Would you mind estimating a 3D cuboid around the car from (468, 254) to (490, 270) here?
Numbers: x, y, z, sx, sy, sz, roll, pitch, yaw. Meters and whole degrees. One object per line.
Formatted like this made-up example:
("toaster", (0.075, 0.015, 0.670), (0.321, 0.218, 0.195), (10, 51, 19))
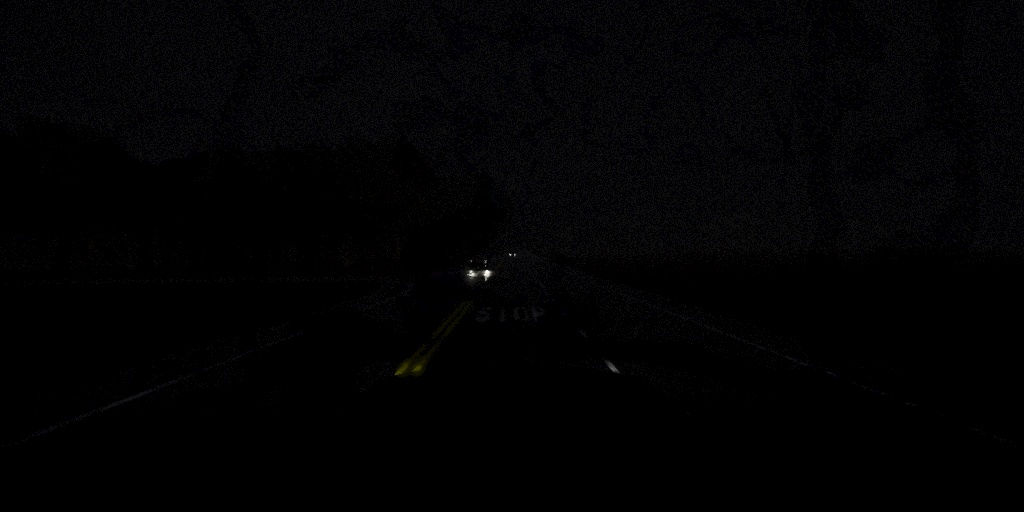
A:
("car", (-3.497, 0.544, 39.062), (2.097, 1.767, 4.553), (0, 2, 0))
